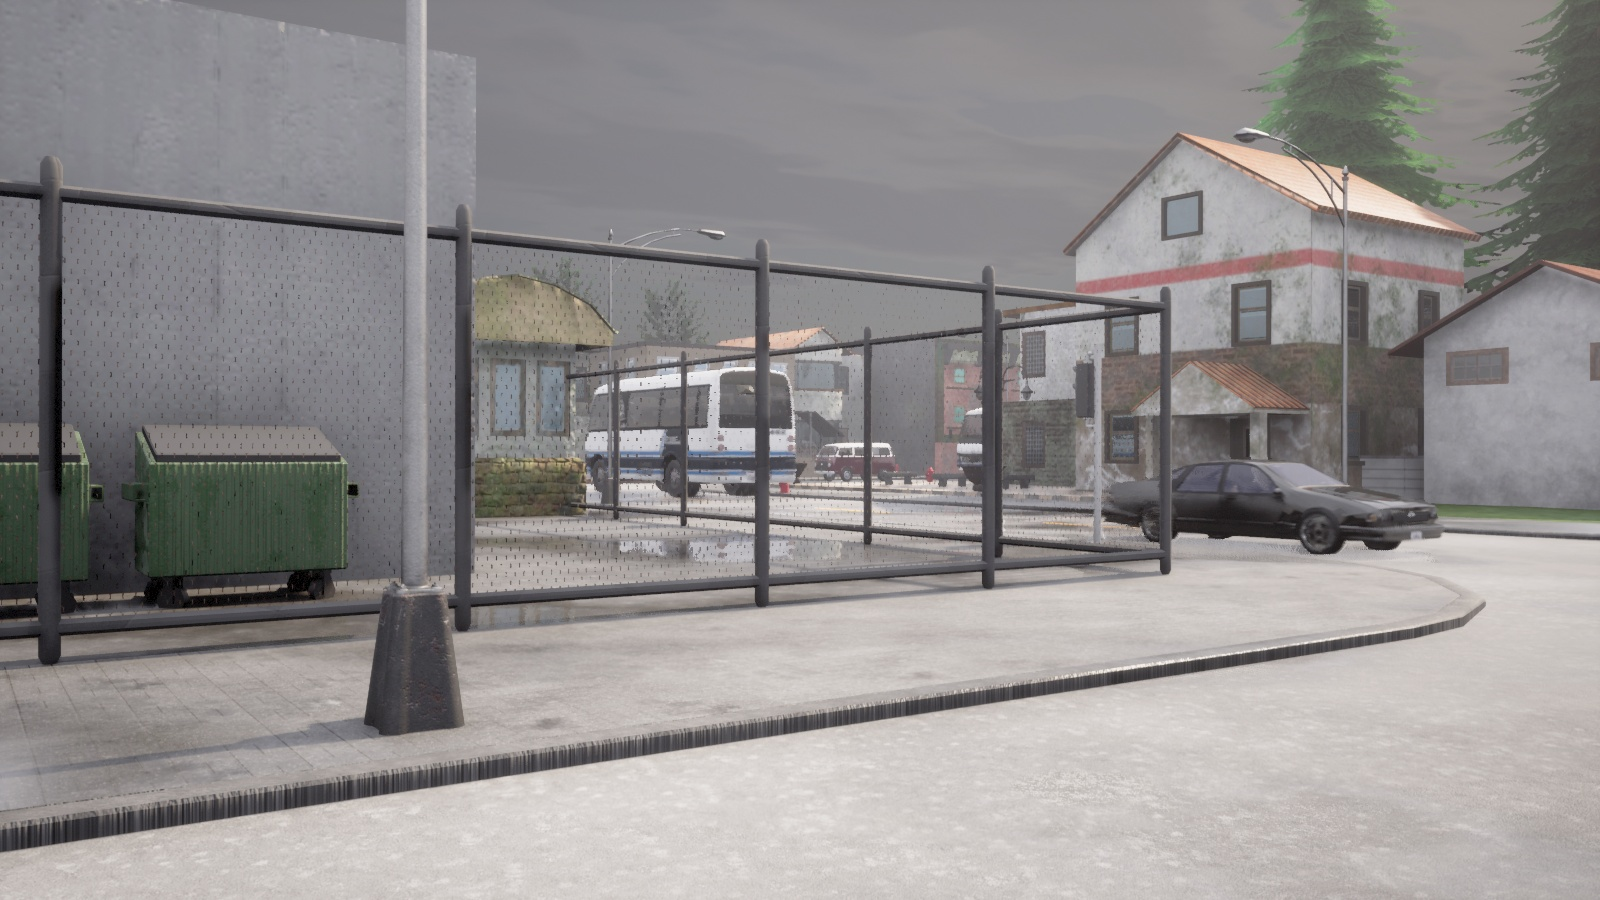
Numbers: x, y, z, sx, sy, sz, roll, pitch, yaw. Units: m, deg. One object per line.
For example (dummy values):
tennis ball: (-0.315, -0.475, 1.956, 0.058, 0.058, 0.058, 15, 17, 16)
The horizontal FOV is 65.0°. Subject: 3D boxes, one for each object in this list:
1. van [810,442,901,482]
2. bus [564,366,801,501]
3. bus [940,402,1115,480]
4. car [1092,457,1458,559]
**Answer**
van: (2.929, 0.624, 66.090, 4.480, 2.038, 2.069, 0, 0, -35)
bus: (-4.512, -0.512, 44.956, 3.944, 4.253, 10.273, 0, 0, -34)
bus: (13.354, -0.481, 73.223, 10.273, 4.253, 3.944, 0, 0, -35)
car: (7.475, 0.826, 20.401, 2.033, 1.411, 5.357, 0, 0, -34)
